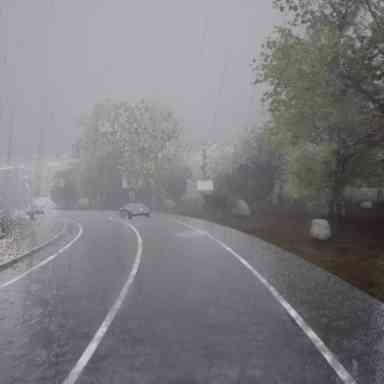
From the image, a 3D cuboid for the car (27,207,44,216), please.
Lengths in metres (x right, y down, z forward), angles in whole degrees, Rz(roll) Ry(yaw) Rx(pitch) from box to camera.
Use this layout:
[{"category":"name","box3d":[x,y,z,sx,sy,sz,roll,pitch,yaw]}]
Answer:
[{"category":"car","box3d":[-26.828,3.267,56.861,1.994,1.385,4.181,-6,1,-36]}]

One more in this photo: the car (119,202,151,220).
[{"category":"car","box3d":[-5.275,1.660,30.155,2.033,1.411,5.357,-5,1,-24]}]
